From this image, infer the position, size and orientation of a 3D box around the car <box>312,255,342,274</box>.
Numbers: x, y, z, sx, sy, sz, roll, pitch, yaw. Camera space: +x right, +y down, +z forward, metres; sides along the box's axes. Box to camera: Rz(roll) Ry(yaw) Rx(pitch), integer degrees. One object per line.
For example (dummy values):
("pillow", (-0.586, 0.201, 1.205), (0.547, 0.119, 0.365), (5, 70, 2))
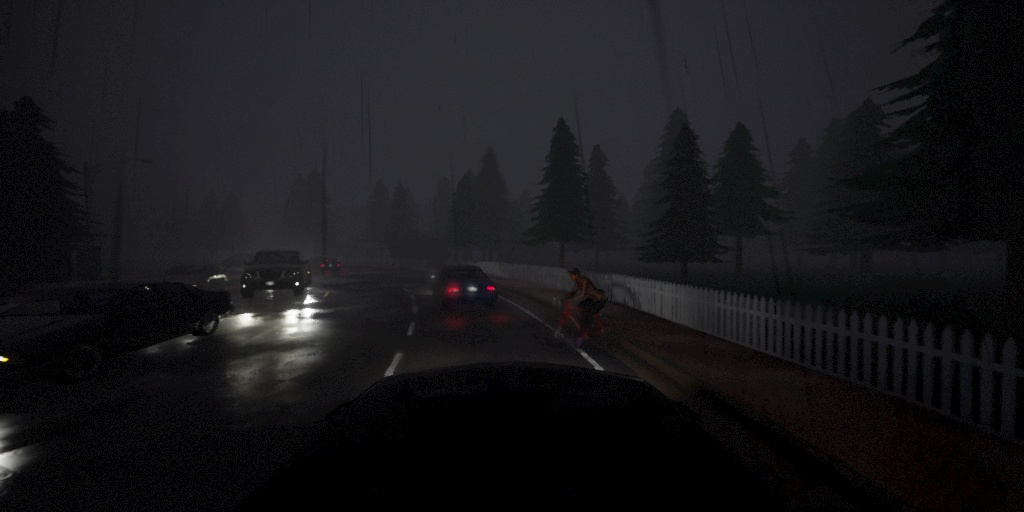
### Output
("car", (-16.412, 0.778, 30.689), (5.357, 1.411, 2.033), (1, 2, 44))

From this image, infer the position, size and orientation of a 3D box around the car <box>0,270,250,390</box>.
("car", (-7.806, 1.223, 7.026), (2.033, 1.411, 5.357), (0, 1, -10))

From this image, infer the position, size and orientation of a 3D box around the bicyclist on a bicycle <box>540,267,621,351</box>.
("bicyclist on a bicycle", (1.355, 1.042, 6.971), (1.656, 1.620, 0.582), (0, 1, -8))

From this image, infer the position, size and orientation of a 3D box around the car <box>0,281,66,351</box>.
("car", (-11.194, 1.310, 6.084), (1.895, 1.301, 4.718), (0, 1, -10))

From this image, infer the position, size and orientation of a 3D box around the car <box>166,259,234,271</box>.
("car", (-14.438, 1.064, 16.237), (2.033, 1.411, 5.357), (-1, 1, -27))

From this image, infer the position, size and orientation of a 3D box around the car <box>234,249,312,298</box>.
("car", (-11.011, 0.708, 16.991), (2.150, 2.045, 5.566), (-1, 1, -26))

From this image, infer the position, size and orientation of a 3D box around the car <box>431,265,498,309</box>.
("car", (-1.984, 1.061, 13.742), (2.033, 1.411, 5.357), (-1, 1, -17))

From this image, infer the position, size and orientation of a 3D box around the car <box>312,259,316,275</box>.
("car", (-13.368, 0.998, 21.839), (1.895, 1.301, 4.718), (-1, 1, -34))

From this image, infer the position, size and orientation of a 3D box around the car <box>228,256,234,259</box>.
("car", (-29.305, 0.467, 39.182), (4.553, 1.767, 2.097), (0, 1, 25))
